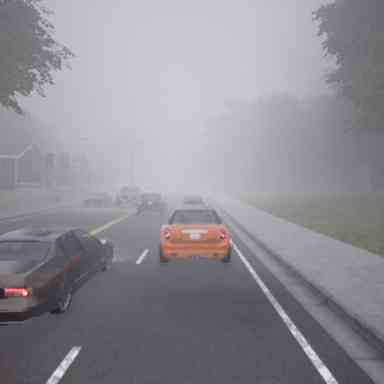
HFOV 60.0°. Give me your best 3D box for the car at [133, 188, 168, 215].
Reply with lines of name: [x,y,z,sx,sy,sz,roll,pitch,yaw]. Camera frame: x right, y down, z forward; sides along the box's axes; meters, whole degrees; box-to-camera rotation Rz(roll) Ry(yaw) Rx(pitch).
car: [-3.156,0.815,27.141,2.097,1.767,4.553,0,2,0]

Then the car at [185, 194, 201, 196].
car: [0.096,0.960,27.409,1.837,1.490,4.892,0,2,0]

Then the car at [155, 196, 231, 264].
car: [0.092,1.211,11.468,2.097,1.767,4.553,0,1,0]

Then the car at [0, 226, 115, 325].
car: [-3.165,1.472,7.336,2.033,1.411,5.357,0,1,0]

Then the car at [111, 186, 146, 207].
car: [-6.591,0.391,35.367,2.150,2.045,5.566,0,2,0]

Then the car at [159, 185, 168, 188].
car: [-6.492,-0.962,76.022,1.812,1.442,4.674,0,2,0]

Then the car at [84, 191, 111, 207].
car: [-9.839,0.663,34.986,1.882,1.535,5.008,0,2,0]

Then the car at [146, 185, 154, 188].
car: [-9.742,-0.872,75.579,1.895,1.301,4.718,0,2,0]
